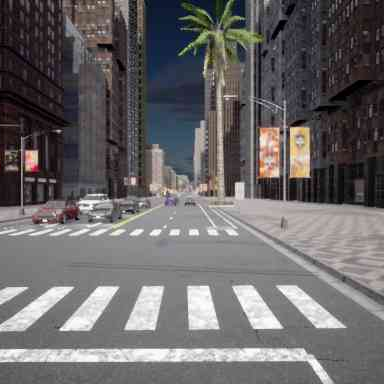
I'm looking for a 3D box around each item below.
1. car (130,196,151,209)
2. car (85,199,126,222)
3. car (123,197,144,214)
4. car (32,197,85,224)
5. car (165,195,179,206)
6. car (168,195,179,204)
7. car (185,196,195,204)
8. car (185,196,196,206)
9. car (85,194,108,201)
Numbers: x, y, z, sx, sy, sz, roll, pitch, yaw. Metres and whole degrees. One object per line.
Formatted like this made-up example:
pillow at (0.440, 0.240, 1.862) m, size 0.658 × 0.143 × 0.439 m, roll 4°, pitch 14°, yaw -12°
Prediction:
car at (-6.850, 1.513, 46.161) m, size 2.128 × 1.511 × 4.902 m, roll 0°, pitch 0°, yaw 0°
car at (-6.741, 1.531, 26.194) m, size 1.812 × 1.442 × 4.674 m, roll 0°, pitch 0°, yaw 0°
car at (-6.800, 1.558, 35.865) m, size 2.033 × 1.411 × 5.357 m, roll 0°, pitch 0°, yaw 0°
car at (-9.986, 1.357, 24.785) m, size 2.097 × 1.767 × 4.553 m, roll 0°, pitch 0°, yaw 0°
car at (-3.571, 1.564, 56.537) m, size 1.812 × 1.442 × 4.674 m, roll 0°, pitch 0°, yaw 0°
car at (-3.628, 1.413, 66.513) m, size 2.097 × 1.767 × 4.553 m, roll 0°, pitch 0°, yaw 0°
car at (-0.378, 1.538, 66.561) m, size 1.882 × 1.535 × 5.008 m, roll 0°, pitch 0°, yaw 0°
car at (-0.319, 1.585, 56.139) m, size 2.033 × 1.411 × 5.357 m, roll 0°, pitch 0°, yaw 0°
car at (-10.042, 1.231, 34.272) m, size 2.150 × 2.045 × 5.566 m, roll 0°, pitch 0°, yaw 0°
